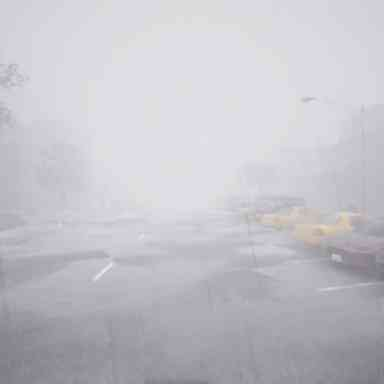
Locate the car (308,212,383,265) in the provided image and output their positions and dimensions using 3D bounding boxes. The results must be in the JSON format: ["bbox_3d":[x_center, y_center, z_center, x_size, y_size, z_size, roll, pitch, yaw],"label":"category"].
[{"bbox_3d":[6.383,1.512,10.316,4.792,1.488,2.163,1,0,-20],"label":"car"}]

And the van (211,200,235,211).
[{"bbox_3d":[6.198,2.780,66.024,4.442,1.987,1.878,2,-5,-21],"label":"van"}]

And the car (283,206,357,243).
[{"bbox_3d":[6.590,1.484,13.321,5.366,1.575,1.946,1,0,-20],"label":"car"}]

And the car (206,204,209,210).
[{"bbox_3d":[6.053,3.216,68.892,5.008,1.535,2.097,2,-4,-21],"label":"car"}]

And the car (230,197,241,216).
[{"bbox_3d":[6.228,1.492,27.858,5.366,1.575,1.946,1,0,-20],"label":"car"}]

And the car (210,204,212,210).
[{"bbox_3d":[6.170,2.418,57.177,4.792,1.488,2.163,2,-4,-21],"label":"car"}]

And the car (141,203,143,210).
[{"bbox_3d":[-11.675,2.435,59.281,4.553,1.767,2.185,1,-4,-21],"label":"car"}]

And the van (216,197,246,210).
[{"bbox_3d":[6.341,1.989,54.319,4.442,1.987,1.878,2,-4,-21],"label":"van"}]

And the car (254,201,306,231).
[{"bbox_3d":[6.590,1.489,19.182,5.366,1.575,1.946,1,0,-20],"label":"car"}]

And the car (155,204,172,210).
[{"bbox_3d":[-5.325,2.869,62.787,1.994,1.385,4.181,0,-4,0],"label":"car"}]

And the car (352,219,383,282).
[{"bbox_3d":[6.408,1.483,7.390,4.892,1.521,2.231,1,0,-20],"label":"car"}]

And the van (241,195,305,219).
[{"bbox_3d":[6.303,1.268,24.943,4.442,1.987,1.878,1,0,-20],"label":"van"}]

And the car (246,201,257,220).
[{"bbox_3d":[6.440,1.522,22.066,4.792,1.488,2.163,1,0,-20],"label":"car"}]

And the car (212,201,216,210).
[{"bbox_3d":[6.265,2.052,51.339,5.008,1.535,2.097,2,-3,-21],"label":"car"}]

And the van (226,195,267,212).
[{"bbox_3d":[6.460,1.395,39.695,4.442,1.987,1.878,1,-2,-20],"label":"van"}]

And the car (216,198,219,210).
[{"bbox_3d":[6.480,1.796,45.564,5.366,1.575,1.946,2,-2,-20],"label":"car"}]

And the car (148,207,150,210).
[{"bbox_3d":[-11.755,3.245,68.235,4.674,1.452,2.002,1,-4,-21],"label":"car"}]

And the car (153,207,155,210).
[{"bbox_3d":[-11.727,3.906,77.260,5.366,1.575,1.946,1,-5,-21],"label":"car"}]

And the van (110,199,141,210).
[{"bbox_3d":[-11.498,2.139,56.354,4.442,1.987,1.878,1,-4,-21],"label":"van"}]

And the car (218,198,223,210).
[{"bbox_3d":[6.337,1.698,42.570,4.892,1.521,2.231,2,-2,-20],"label":"car"}]

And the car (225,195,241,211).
[{"bbox_3d":[6.370,1.251,30.849,5.566,2.045,2.435,1,0,-20],"label":"car"}]

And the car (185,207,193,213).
[{"bbox_3d":[-0.822,5.216,94.064,2.128,1.511,4.902,0,-5,-1],"label":"car"}]

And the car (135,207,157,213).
[{"bbox_3d":[-11.888,4.661,86.200,5.366,1.575,1.946,1,-5,-21],"label":"car"}]

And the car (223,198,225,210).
[{"bbox_3d":[6.357,1.560,36.726,4.892,1.521,2.231,1,-2,-20],"label":"car"}]

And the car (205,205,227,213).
[{"bbox_3d":[5.853,4.139,80.592,4.892,1.521,2.231,3,-6,-21],"label":"car"}]

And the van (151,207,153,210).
[{"bbox_3d":[-11.745,3.442,74.270,4.442,1.987,1.878,1,-5,-21],"label":"van"}]

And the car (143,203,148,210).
[{"bbox_3d":[-11.661,2.521,62.304,5.566,2.045,2.435,1,-5,-21],"label":"car"}]

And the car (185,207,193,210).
[{"bbox_3d":[-0.622,4.552,84.061,1.895,1.301,4.718,0,-5,-1],"label":"car"}]

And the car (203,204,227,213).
[{"bbox_3d":[5.835,4.138,83.549,5.566,2.045,2.435,3,-6,-21],"label":"car"}]
